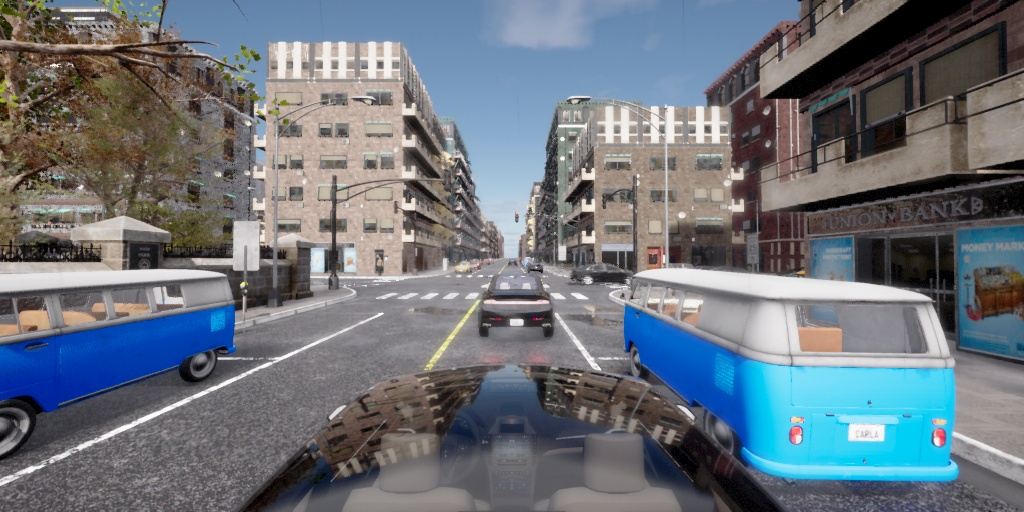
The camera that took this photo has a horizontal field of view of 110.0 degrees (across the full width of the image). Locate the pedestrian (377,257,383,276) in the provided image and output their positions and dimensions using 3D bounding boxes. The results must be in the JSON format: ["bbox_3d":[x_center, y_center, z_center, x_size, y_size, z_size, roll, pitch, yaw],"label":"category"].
[{"bbox_3d":[-12.515,0.967,33.948,0.375,1.860,0.375,0,-1,1],"label":"pedestrian"}]

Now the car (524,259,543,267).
[{"bbox_3d":[2.721,1.330,42.495,1.948,1.339,4.313,0,0,0],"label":"car"}]

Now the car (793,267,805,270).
[{"bbox_3d":[25.030,1.414,27.934,5.008,1.535,1.882,0,-1,1],"label":"car"}]

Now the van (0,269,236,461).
[{"bbox_3d":[-5.654,1.091,4.556,1.690,1.789,3.998,0,0,0],"label":"van"}]

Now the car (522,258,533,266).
[{"bbox_3d":[2.725,1.317,48.138,2.007,1.370,4.403,0,0,0],"label":"car"}]

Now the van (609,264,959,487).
[{"bbox_3d":[2.661,1.092,4.549,1.690,1.789,3.998,0,0,0],"label":"van"}]

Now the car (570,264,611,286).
[{"bbox_3d":[6.501,1.284,24.945,4.892,1.490,1.837,1,0,1],"label":"car"}]

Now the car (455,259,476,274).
[{"bbox_3d":[-5.659,1.289,42.331,1.751,1.417,4.829,0,0,0],"label":"car"}]

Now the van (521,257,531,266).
[{"bbox_3d":[2.734,1.112,59.422,1.690,1.789,3.998,0,0,0],"label":"van"}]

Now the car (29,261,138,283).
[{"bbox_3d":[-30.247,1.119,25.430,5.357,1.411,2.033,0,-1,1],"label":"car"}]

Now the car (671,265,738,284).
[{"bbox_3d":[14.973,1.443,28.062,4.181,1.385,1.994,0,-1,1],"label":"car"}]

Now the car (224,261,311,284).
[{"bbox_3d":[-17.114,1.146,25.237,4.892,1.490,1.837,1,-1,2],"label":"car"}]

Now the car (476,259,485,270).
[{"bbox_3d":[-5.652,1.208,53.786,1.967,1.591,4.097,0,0,0],"label":"car"}]

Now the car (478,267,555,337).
[{"bbox_3d":[0.106,1.244,10.280,2.128,1.511,4.902,0,0,0],"label":"car"}]
